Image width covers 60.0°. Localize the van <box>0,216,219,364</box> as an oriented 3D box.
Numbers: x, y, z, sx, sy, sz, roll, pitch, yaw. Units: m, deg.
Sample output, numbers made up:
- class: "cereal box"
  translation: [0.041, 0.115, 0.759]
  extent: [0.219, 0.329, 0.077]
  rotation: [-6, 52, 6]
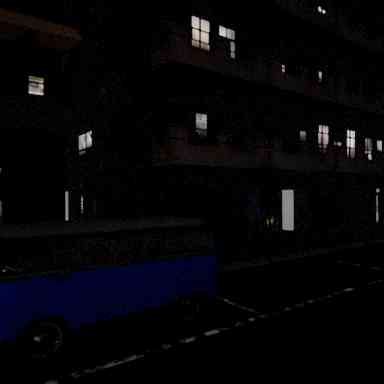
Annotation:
- class: "van"
  translation: [-1.417, 1.341, 5.554]
  extent: [3.998, 1.788, 1.690]
  rotation: [0, 0, -35]
